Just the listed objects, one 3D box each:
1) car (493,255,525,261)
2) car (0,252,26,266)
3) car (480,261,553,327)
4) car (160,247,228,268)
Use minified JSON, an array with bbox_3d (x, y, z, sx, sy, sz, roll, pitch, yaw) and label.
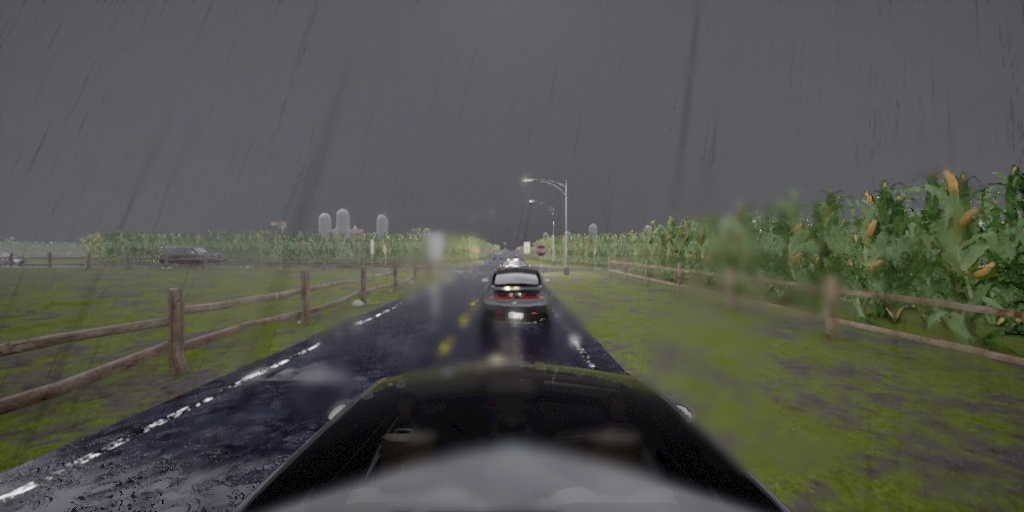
[{"bbox_3d":[0.181,0.890,22.359,2.033,1.411,5.357,0,1,2],"label":"car"},{"bbox_3d":[-51.788,0.299,35.845,4.902,1.511,2.128,0,1,1],"label":"car"},{"bbox_3d":[0.120,1.080,10.715,1.837,1.490,4.892,0,1,0],"label":"car"},{"bbox_3d":[-31.425,0.120,35.494,5.566,2.045,2.150,0,1,1],"label":"car"}]
